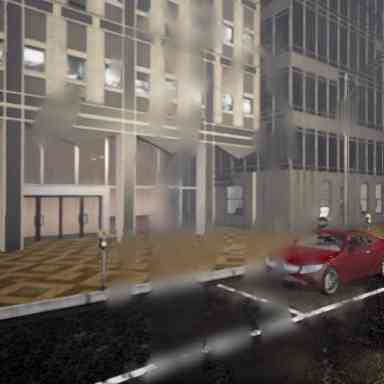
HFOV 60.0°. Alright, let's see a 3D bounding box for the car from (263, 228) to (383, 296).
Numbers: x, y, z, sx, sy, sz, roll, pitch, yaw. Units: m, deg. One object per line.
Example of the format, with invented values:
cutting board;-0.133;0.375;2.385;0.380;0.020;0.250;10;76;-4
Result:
car;3.727;1.633;8.748;4.206;1.307;1.802;0;0;-35
